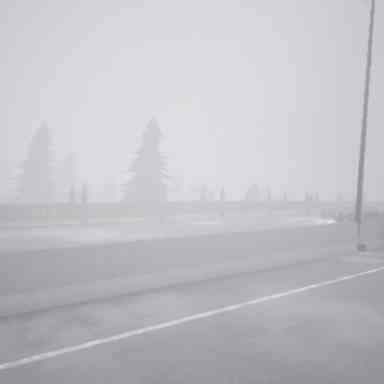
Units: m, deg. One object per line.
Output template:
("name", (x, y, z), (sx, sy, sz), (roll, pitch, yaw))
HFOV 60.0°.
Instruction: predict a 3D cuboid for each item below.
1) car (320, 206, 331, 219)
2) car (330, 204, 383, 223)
("car", (13.794, 1.814, 31.021), (4.181, 1.385, 1.994), (0, 0, -35))
("car", (13.387, 1.826, 26.436), (4.718, 1.301, 1.895), (1, 0, -35))
